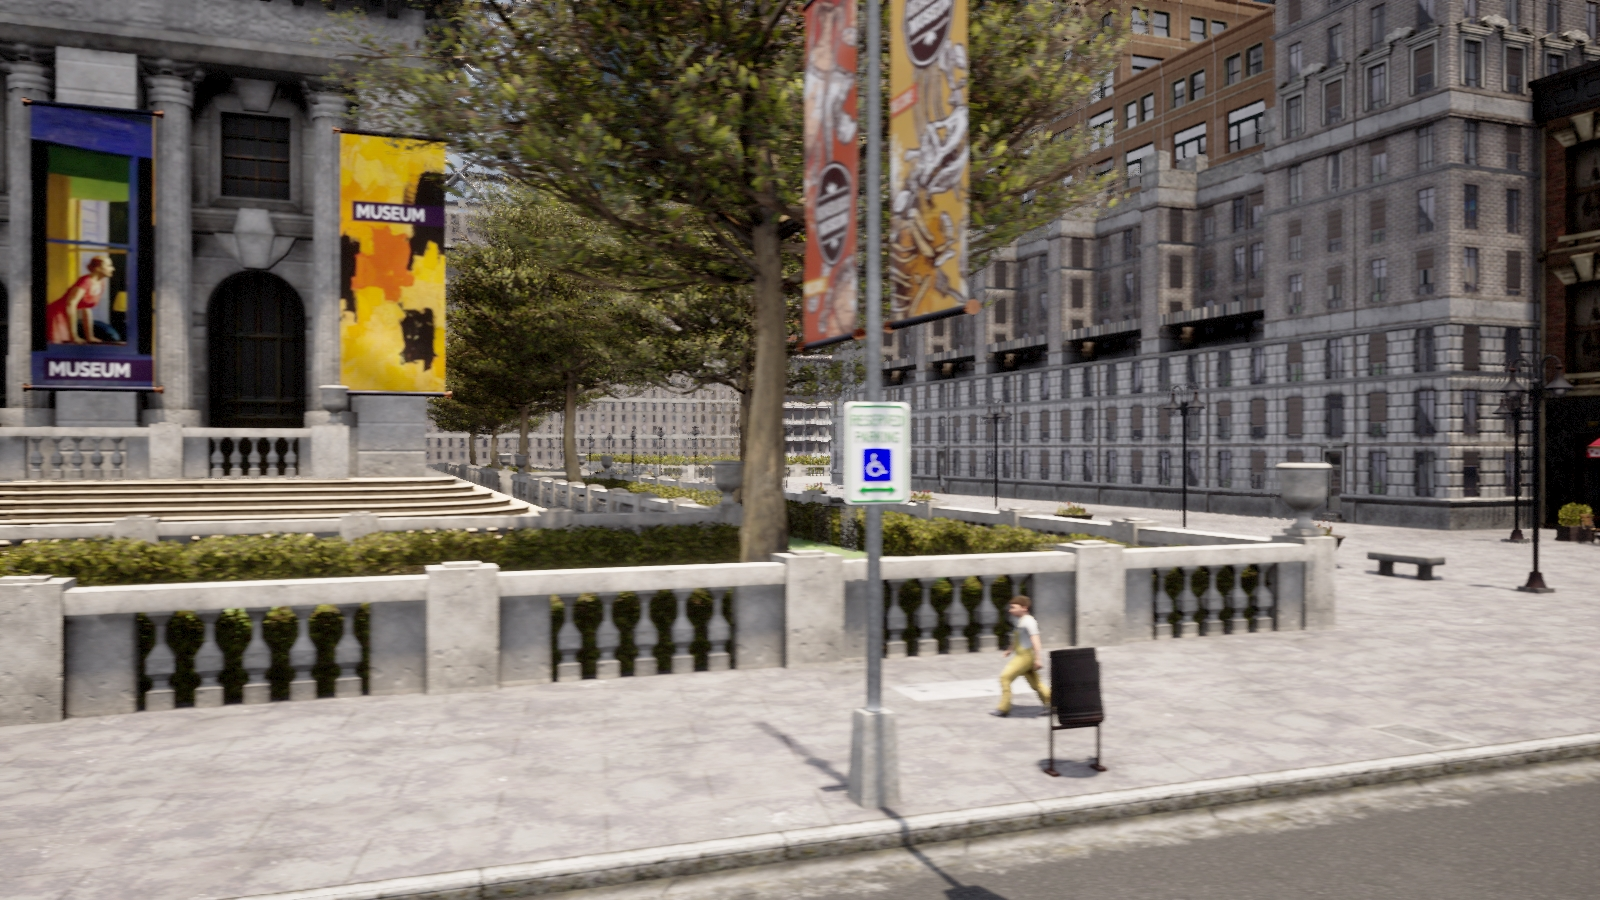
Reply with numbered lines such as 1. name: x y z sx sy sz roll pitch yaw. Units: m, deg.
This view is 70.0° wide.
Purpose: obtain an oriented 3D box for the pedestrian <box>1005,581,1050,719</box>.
1. pedestrian: 2.254 1.976 11.353 0.375 1.300 0.375 0 0 1
